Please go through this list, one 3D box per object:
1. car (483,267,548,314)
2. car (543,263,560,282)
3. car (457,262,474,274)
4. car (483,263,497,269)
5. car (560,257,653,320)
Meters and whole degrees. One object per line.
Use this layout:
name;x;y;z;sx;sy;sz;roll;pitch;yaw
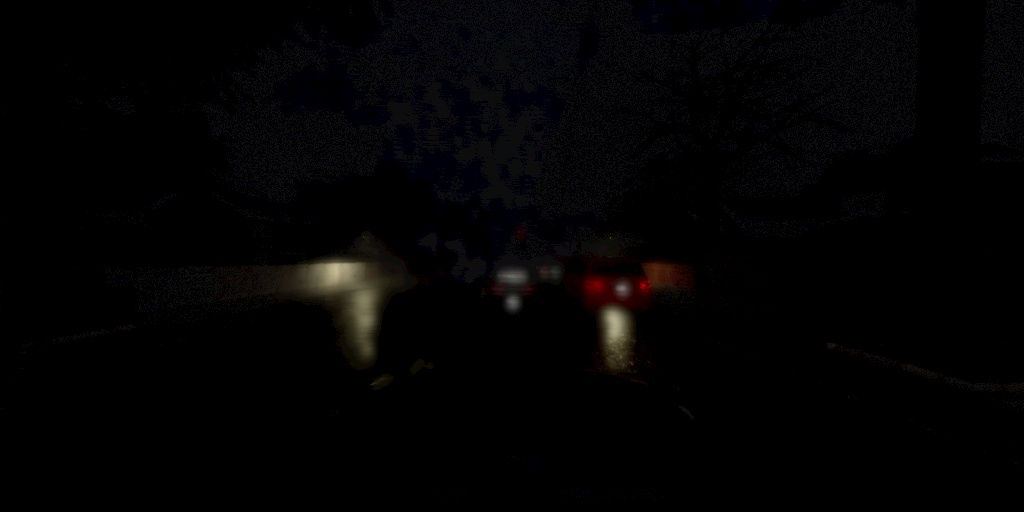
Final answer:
car;0.047;1.351;14.271;2.128;1.511;4.902;0;0;0
car;3.296;1.341;29.189;2.097;1.767;4.553;0;-1;1
car;-6.555;1.654;50.930;1.882;1.535;5.008;0;-1;1
car;-3.273;1.752;54.254;2.033;1.411;5.357;0;-1;1
car;3.284;1.073;13.196;2.150;2.045;5.566;0;0;1
